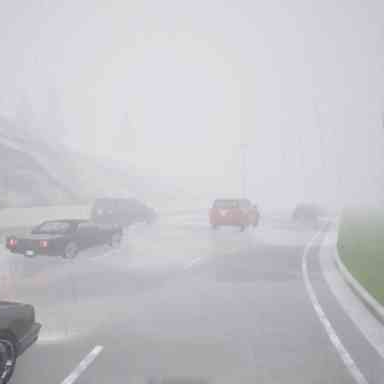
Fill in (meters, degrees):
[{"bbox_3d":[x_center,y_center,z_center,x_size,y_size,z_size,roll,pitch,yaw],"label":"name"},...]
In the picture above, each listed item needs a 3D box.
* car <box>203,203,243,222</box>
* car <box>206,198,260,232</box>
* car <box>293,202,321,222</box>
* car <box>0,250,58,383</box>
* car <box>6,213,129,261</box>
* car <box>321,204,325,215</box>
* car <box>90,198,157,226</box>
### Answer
[{"bbox_3d":[2.995,1.829,30.802,2.033,1.411,5.357,0,-1,25],"label":"car"},{"bbox_3d":[2.949,1.428,22.195,2.150,2.045,5.566,0,-1,24],"label":"car"},{"bbox_3d":[10.209,1.804,29.789,1.837,1.490,4.892,0,-1,25],"label":"car"},{"bbox_3d":[-3.202,1.556,2.147,2.033,1.411,5.357,0,0,5],"label":"car"},{"bbox_3d":[-4.542,1.698,12.875,1.895,1.301,4.718,0,-1,18],"label":"car"},{"bbox_3d":[14.753,1.929,39.755,1.812,1.442,4.674,0,0,26],"label":"car"},{"bbox_3d":[-4.536,1.405,22.699,2.150,2.045,5.566,0,-1,24],"label":"car"}]
